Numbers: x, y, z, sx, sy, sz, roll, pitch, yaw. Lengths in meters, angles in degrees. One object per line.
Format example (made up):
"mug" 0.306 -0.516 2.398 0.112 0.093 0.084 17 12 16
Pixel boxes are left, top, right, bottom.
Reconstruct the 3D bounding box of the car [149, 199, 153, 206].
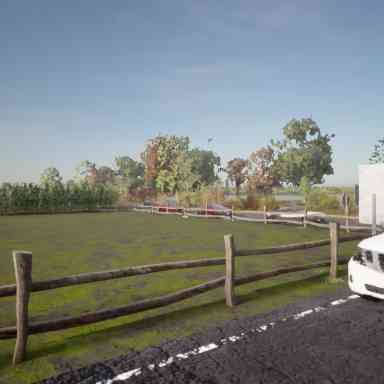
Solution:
"car" -5.656 2.172 57.459 1.812 1.442 4.674 0 0 -17

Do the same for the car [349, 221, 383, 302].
"car" 5.679 1.221 7.133 5.566 2.045 2.150 0 0 -36

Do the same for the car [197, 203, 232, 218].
"car" 2.305 1.897 35.088 1.812 1.442 4.674 -1 0 -34

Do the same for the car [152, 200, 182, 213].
"car" -3.058 1.983 43.668 1.882 1.535 5.008 -1 0 -29

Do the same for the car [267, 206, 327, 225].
"car" 8.206 1.830 26.579 1.895 1.301 4.718 -1 0 -35

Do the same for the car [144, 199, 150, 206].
"car" -8.605 2.254 67.435 2.128 1.511 4.902 0 0 -19
